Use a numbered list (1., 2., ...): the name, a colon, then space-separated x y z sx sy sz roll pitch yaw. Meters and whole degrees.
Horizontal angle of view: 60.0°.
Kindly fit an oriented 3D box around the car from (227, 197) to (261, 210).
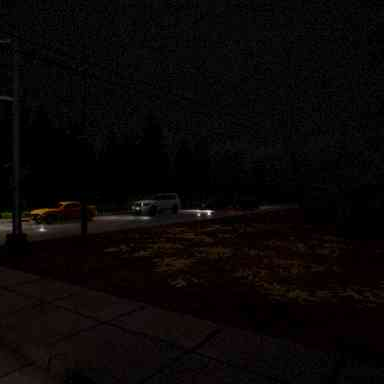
1. car: 6.765 1.373 40.777 2.128 1.511 4.902 0 0 36

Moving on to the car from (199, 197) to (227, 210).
1. car: 2.782 1.404 41.584 1.837 1.490 4.892 0 0 37

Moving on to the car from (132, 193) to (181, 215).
1. car: -3.434 1.175 33.221 2.150 2.045 5.566 0 0 36

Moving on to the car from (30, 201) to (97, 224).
1. car: -9.541 1.485 24.975 1.882 1.535 5.008 0 0 37
